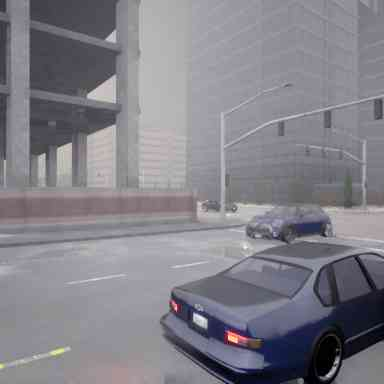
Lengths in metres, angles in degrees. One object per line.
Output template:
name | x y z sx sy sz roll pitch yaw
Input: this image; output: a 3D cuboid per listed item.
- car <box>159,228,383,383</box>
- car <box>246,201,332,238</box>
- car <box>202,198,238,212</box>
car | 2.149 1.547 5.324 5.357 1.411 2.033 0 0 -35
car | 4.719 1.352 16.039 4.553 1.767 2.097 0 0 -36
car | 3.074 1.505 37.408 1.837 1.490 4.892 0 0 -36
